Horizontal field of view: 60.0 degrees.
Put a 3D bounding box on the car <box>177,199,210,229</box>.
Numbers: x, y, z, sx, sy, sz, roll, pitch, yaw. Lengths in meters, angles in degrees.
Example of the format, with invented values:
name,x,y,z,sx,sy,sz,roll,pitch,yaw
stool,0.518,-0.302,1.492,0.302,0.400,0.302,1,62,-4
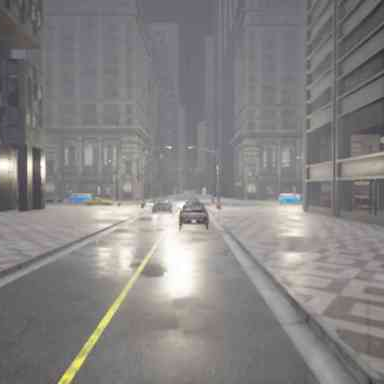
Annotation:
name,x,y,z,sx,sy,sz,roll,pitch,yaw
car,0.101,1.455,21.397,2.128,1.511,4.902,0,0,0

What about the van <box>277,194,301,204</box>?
name,x,y,z,sx,sy,sz,roll,pitch,yaw
van,17.760,1.283,60.722,3.998,1.788,1.690,0,1,0

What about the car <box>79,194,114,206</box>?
name,x,y,z,sx,sy,sz,roll,pitch,yaw
car,-14.626,1.509,52.062,4.829,1.417,1.752,0,1,0

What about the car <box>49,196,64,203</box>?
name,x,y,z,sx,sy,sz,roll,pitch,yaw
car,-25.638,1.371,60.552,4.313,1.339,1.947,0,1,0

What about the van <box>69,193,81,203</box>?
name,x,y,z,sx,sy,sz,roll,pitch,yaw
van,-20.224,1.161,60.569,3.998,1.788,1.690,0,1,0

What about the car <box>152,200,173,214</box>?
name,x,y,z,sx,sy,sz,roll,pitch,yaw
car,-3.006,1.519,34.588,1.994,1.385,4.181,0,0,0

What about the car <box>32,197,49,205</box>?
name,x,y,z,sx,sy,sz,roll,pitch,yaw
car,-25.376,1.497,52.029,4.507,1.381,1.887,0,1,0

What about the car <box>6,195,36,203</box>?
name,x,y,z,sx,sy,sz,roll,pitch,yaw
car,-31.051,1.335,60.532,4.507,1.381,1.887,0,1,0
